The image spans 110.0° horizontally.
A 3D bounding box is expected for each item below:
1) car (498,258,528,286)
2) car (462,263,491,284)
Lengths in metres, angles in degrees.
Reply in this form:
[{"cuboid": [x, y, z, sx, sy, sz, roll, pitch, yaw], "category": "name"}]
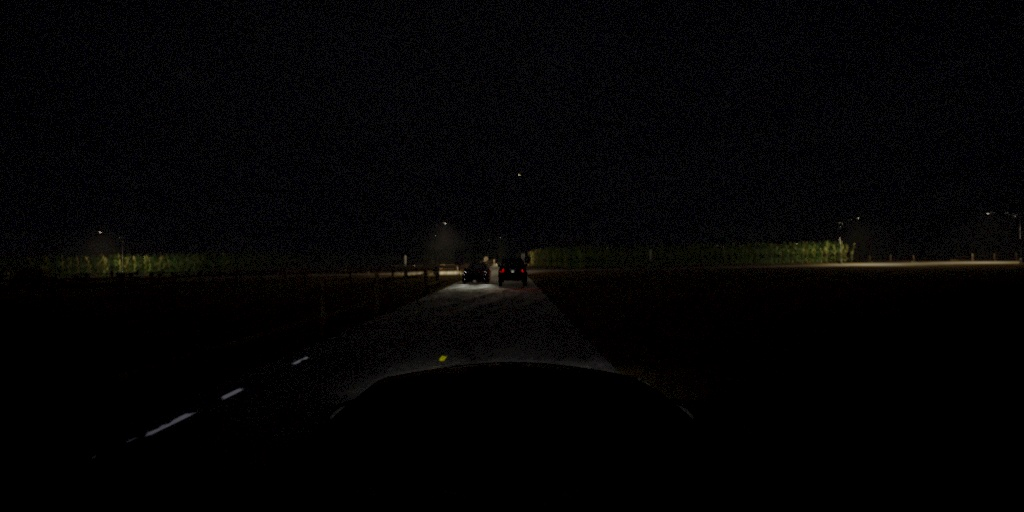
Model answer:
[{"cuboid": [0.055, 1.209, 28.288, 2.150, 2.045, 5.566, 0, 0, 0], "category": "car"}, {"cuboid": [-2.865, 1.349, 29.752, 2.097, 1.767, 4.553, 0, 0, 0], "category": "car"}]
